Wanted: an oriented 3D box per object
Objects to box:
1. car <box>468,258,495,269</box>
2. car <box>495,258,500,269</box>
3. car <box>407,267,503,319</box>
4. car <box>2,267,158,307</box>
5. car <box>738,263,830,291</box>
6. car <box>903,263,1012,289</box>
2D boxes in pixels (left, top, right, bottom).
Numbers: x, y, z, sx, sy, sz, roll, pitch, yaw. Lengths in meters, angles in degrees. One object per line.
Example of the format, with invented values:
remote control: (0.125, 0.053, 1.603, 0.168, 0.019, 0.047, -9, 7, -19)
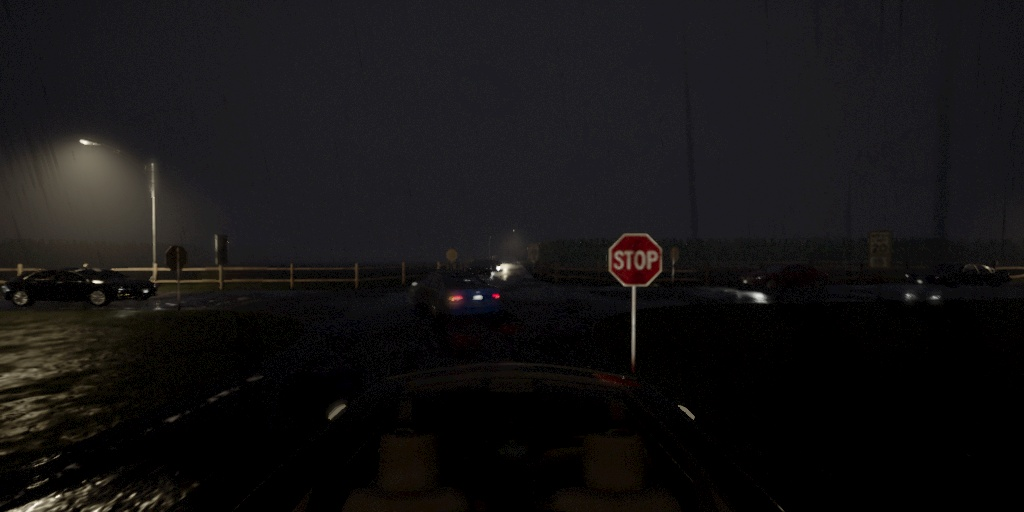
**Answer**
car: (-2.808, 1.040, 32.235, 1.882, 1.535, 5.008, 0, 0, -1)
car: (-2.840, 1.061, 42.221, 1.994, 1.385, 4.181, 0, 0, 0)
car: (-2.203, 1.233, 12.572, 2.033, 1.411, 5.357, 0, 0, -29)
car: (-17.549, 1.219, 14.732, 4.892, 1.490, 1.837, 0, 1, -2)
car: (15.148, 1.129, 20.007, 4.674, 1.442, 1.812, 0, 1, -7)
car: (26.591, 1.130, 21.405, 5.357, 1.411, 2.033, 0, 1, -8)
